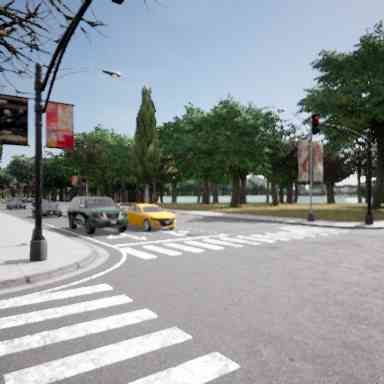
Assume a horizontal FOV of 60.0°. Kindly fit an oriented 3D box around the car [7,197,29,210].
[{"bbox_3d":[-24.929,1.833,47.211,1.994,1.385,4.181,0,-1,-35],"label":"car"}]

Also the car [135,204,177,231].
[{"bbox_3d":[-2.879,1.540,21.520,1.882,1.535,5.008,0,0,-35],"label":"car"}]

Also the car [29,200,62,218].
[{"bbox_3d":[-13.540,1.693,30.957,1.994,1.385,4.181,0,0,-35],"label":"car"}]

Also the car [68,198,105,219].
[{"bbox_3d":[-10.110,1.477,31.740,2.097,1.767,4.553,0,0,-35],"label":"car"}]

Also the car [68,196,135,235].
[{"bbox_3d":[-5.761,1.283,19.964,2.150,2.045,5.566,0,0,-35],"label":"car"}]

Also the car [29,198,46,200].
[{"bbox_3d":[-22.241,1.749,49.034,1.882,1.535,5.008,0,-1,-35],"label":"car"}]
